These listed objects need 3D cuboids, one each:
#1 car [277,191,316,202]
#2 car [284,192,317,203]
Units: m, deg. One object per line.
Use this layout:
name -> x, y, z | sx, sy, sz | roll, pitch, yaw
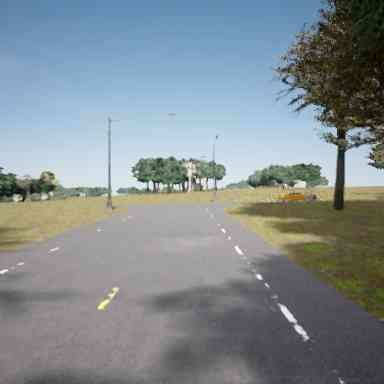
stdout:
car -> 14.827, 0.641, 47.892 | 5.008, 1.535, 1.882 | -1, -2, -1
car -> 17.887, 0.890, 54.945 | 4.892, 1.490, 1.837 | -3, -2, -1
